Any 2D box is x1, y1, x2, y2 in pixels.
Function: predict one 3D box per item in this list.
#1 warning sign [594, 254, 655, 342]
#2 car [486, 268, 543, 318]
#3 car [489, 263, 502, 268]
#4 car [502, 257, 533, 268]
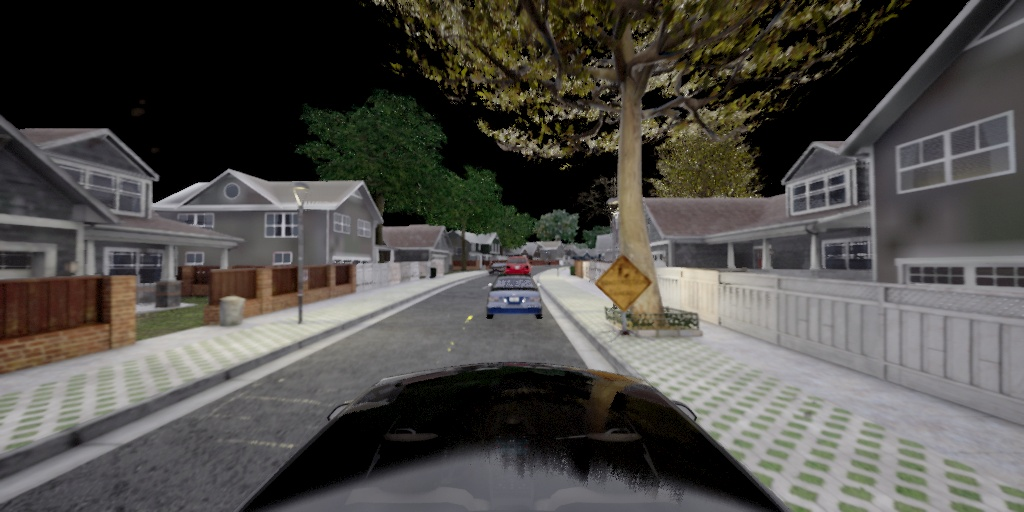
[{"bbox_3d":[2.517,0.880,8.018,1.300,1.860,1.060,0,0,0],"label":"warning sign"},{"bbox_3d":[0.081,1.329,13.055,2.033,1.411,5.357,0,0,0],"label":"car"},{"bbox_3d":[-1.445,1.469,41.233,2.033,1.411,5.357,0,0,7],"label":"car"},{"bbox_3d":[0.657,1.091,32.670,2.150,2.045,5.566,0,0,4],"label":"car"}]
